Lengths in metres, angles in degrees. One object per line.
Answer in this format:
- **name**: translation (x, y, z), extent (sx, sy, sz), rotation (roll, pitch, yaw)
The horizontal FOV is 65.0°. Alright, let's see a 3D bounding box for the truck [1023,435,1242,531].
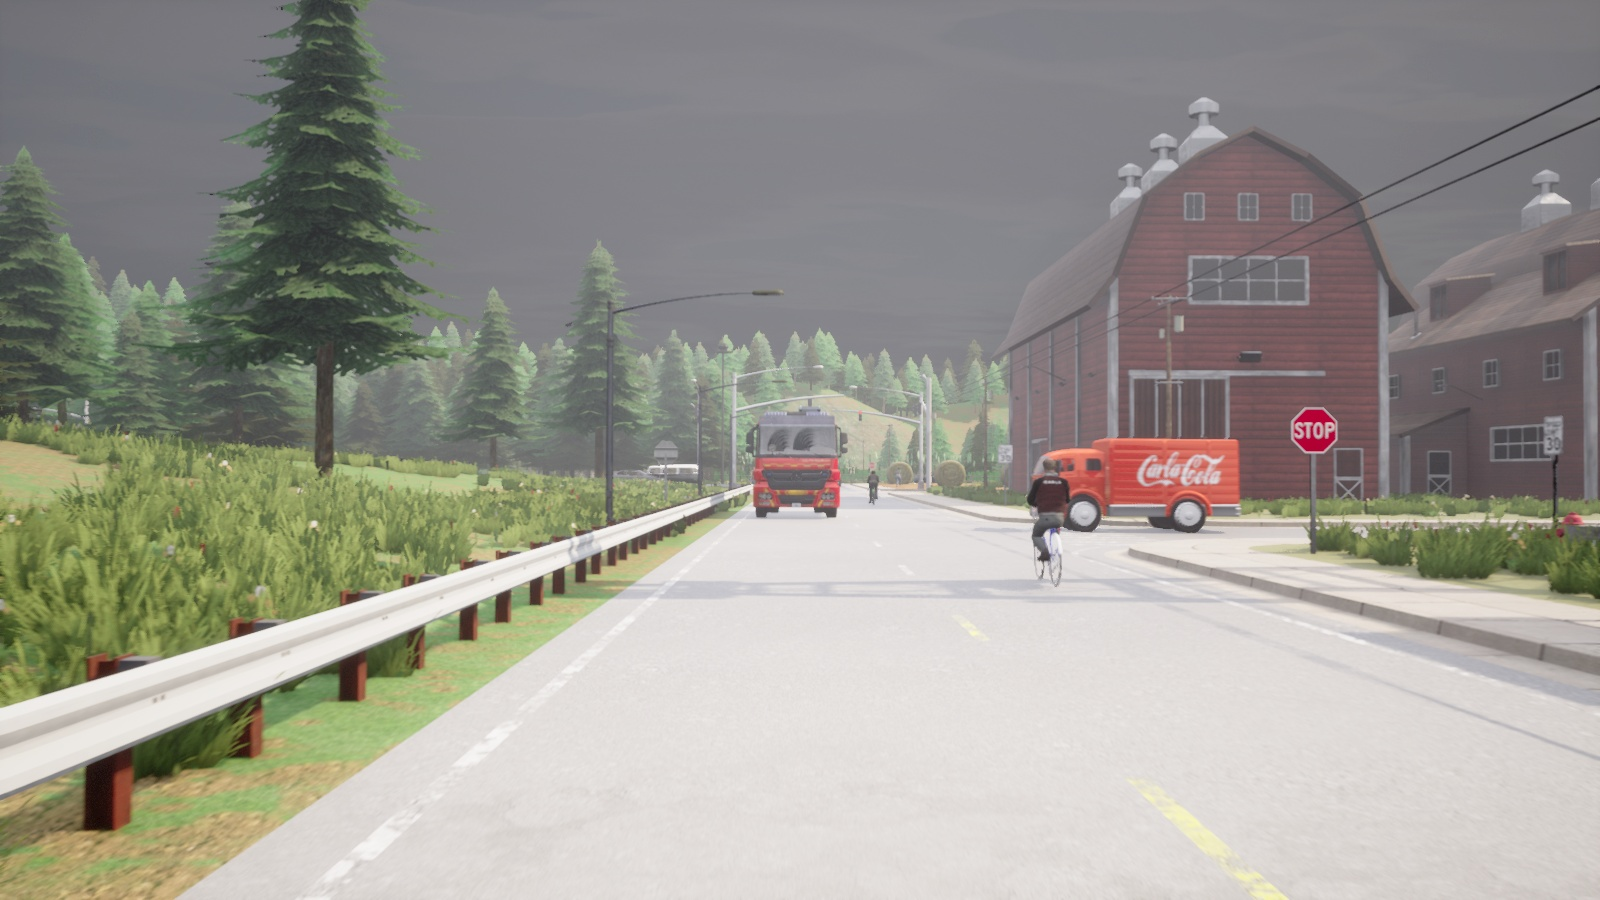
- **truck**: translation (8.832, 0.881, 33.833), extent (5.204, 2.467, 2.627), rotation (0, -1, 1)

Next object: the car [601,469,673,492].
- **car**: translation (-12.003, 2.229, 92.704), extent (5.027, 1.651, 2.152), rotation (0, -1, -1)

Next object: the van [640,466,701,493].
- **van**: translation (-9.876, 2.227, 96.250), extent (4.480, 2.038, 2.069), rotation (0, -1, -1)

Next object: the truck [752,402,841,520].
- **truck**: translation (-0.113, 0.438, 45.161), extent (2.891, 3.827, 8.468), rotation (0, -1, 0)

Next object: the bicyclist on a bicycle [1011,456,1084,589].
- **bicyclist on a bicycle**: translation (3.457, 0.980, 17.686), extent (0.659, 1.776, 1.843), rotation (0, -1, 0)
